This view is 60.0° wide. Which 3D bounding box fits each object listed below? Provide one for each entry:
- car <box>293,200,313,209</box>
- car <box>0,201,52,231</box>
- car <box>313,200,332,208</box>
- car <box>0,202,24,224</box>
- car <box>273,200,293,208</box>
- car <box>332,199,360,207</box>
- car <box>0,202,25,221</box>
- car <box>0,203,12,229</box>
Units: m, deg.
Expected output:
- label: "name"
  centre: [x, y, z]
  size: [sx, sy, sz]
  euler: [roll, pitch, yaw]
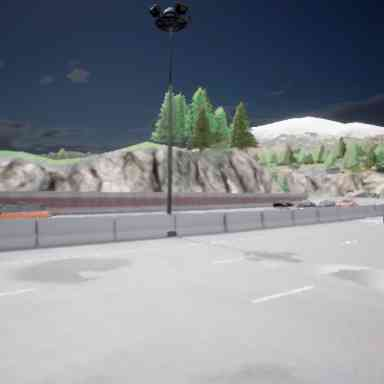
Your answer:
- label: "car"
  centre: [18.343, 1.927, 52.848]
  size: [1.812, 1.442, 4.674]
  euler: [0, 0, 40]
- label: "car"
  centre: [-10.147, 1.371, 18.272]
  size: [4.553, 1.767, 2.097]
  euler: [1, 0, -36]
- label: "car"
  centre: [20.659, 1.897, 50.200]
  size: [2.128, 1.511, 4.902]
  euler: [0, 0, 41]
- label: "car"
  centre: [-14.790, 1.516, 23.548]
  size: [4.892, 1.490, 1.837]
  euler: [0, 0, -36]
- label: "car"
  centre: [14.981, 1.986, 54.274]
  size: [1.895, 1.301, 4.718]
  euler: [0, 0, 41]
- label: "car"
  centre: [21.476, 1.740, 45.765]
  size: [2.097, 1.767, 4.553]
  euler: [0, 0, 41]
- label: "car"
  centre: [-16.190, 1.544, 26.837]
  size: [4.674, 1.442, 1.812]
  euler: [1, 0, -36]
- label: "car"
  centre: [-13.753, 1.492, 19.987]
  size: [4.902, 1.511, 2.128]
  euler: [0, 0, -36]
